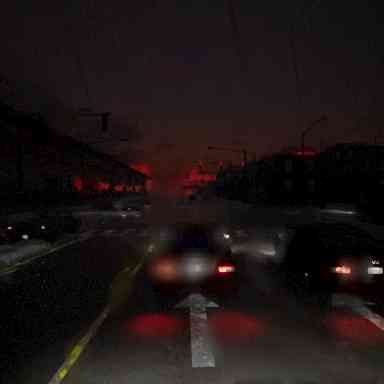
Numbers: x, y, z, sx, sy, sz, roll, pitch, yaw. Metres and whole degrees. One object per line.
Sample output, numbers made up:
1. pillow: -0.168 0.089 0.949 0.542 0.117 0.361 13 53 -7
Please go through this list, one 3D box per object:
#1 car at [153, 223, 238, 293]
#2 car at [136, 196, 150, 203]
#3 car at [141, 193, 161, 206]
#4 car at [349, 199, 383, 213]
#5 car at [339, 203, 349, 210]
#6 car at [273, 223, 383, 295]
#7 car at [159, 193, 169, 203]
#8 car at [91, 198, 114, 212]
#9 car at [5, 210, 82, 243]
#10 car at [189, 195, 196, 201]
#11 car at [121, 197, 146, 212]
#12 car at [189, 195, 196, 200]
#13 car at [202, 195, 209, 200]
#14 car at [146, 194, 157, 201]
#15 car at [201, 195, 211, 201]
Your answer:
1. car: 0.091 1.547 8.962 2.033 1.411 5.357 0 0 0
2. car: -10.326 1.540 70.345 2.033 1.411 5.357 0 0 0
3. car: -6.945 1.478 56.445 1.882 1.535 5.008 0 0 0
4. car: 20.050 1.564 36.375 4.181 1.385 1.994 0 0 0
5. car: 20.634 1.547 39.879 5.357 1.411 2.033 0 0 0
6. car: 3.582 1.547 8.854 2.033 1.411 5.357 0 0 2
7. car: -6.824 1.225 71.030 2.150 2.045 5.566 0 0 0
8. car: -10.503 1.505 39.326 1.837 1.490 4.892 0 0 0
9. car: -7.059 1.601 16.327 1.895 1.301 4.718 0 0 0
10. car: 0.207 1.540 83.246 2.033 1.411 5.357 0 0 0
11. car: -7.003 1.601 39.326 1.895 1.301 4.718 0 0 0
12. car: 0.232 1.500 93.755 1.837 1.490 4.892 0 0 0
13. car: 3.733 1.524 94.009 1.812 1.442 4.674 0 0 0
14. car: -10.290 1.343 84.917 2.097 1.767 4.553 0 0 0
15. car: 3.709 1.553 84.194 1.994 1.385 4.181 0 0 0
